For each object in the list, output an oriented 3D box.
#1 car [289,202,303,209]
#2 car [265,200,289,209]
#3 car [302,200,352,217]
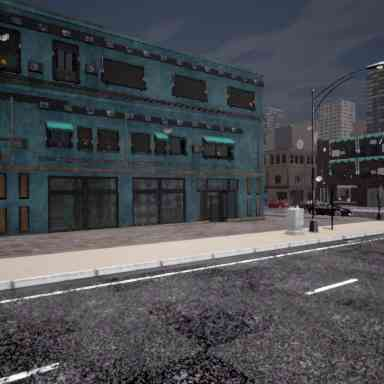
[{"bbox_3d":[16.096,1.806,45.640,2.008,1.369,4.403,-2,0,-35],"label":"car"},{"bbox_3d":[12.903,1.900,50.161,1.802,1.307,4.206,-2,0,-35],"label":"car"},{"bbox_3d":[13.966,1.811,33.920,1.947,1.339,4.313,-1,0,-35],"label":"car"}]
